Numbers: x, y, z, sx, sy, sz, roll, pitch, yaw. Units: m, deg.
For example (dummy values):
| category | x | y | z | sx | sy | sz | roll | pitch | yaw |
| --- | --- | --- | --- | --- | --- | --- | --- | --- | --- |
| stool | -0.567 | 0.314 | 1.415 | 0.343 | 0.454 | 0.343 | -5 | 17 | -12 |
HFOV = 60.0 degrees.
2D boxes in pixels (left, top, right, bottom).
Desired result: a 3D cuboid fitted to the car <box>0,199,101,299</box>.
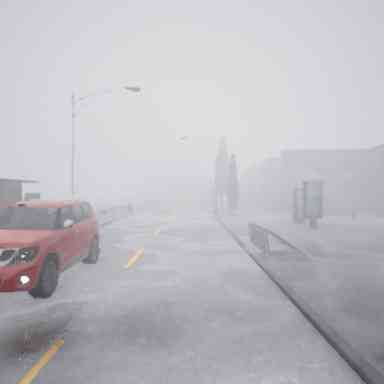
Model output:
| category | x | y | z | sx | sy | sz | roll | pitch | yaw |
| --- | --- | --- | --- | --- | --- | --- | --- | --- | --- |
| car | -4.096 | 1.240 | 8.874 | 2.150 | 2.045 | 5.566 | 0 | 0 | 0 |
